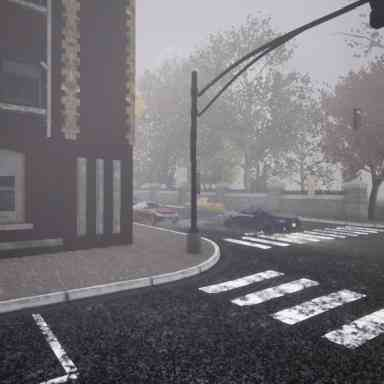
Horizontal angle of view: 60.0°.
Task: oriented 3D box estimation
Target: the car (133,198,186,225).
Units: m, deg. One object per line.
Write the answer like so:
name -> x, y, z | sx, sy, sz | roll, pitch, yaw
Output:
car -> -2.474, 1.257, 21.042 | 1.802, 1.307, 4.206 | 2, 0, -36

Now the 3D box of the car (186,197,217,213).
car -> 0.979, 1.129, 30.571 | 1.752, 1.417, 4.829 | 1, 0, -36

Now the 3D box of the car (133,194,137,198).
car -> -5.900, 1.022, 30.186 | 1.837, 1.490, 4.892 | 0, 1, -36

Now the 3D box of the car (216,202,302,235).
car -> 3.603, 1.364, 17.470 | 1.994, 1.385, 4.181 | 0, 1, -40

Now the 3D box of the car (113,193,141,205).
car -> -8.651, 0.864, 43.897 | 2.008, 1.369, 4.403 | 1, 0, -36
